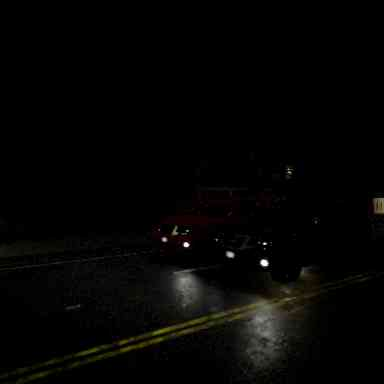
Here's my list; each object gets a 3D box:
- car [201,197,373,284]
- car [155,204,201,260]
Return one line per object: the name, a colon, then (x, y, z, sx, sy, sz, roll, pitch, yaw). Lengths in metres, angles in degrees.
car: (3.211, 1.221, 9.967, 5.566, 2.045, 2.150, 0, 0, -35)
car: (1.342, 1.221, 12.626, 5.566, 2.045, 2.150, 0, 0, -35)
